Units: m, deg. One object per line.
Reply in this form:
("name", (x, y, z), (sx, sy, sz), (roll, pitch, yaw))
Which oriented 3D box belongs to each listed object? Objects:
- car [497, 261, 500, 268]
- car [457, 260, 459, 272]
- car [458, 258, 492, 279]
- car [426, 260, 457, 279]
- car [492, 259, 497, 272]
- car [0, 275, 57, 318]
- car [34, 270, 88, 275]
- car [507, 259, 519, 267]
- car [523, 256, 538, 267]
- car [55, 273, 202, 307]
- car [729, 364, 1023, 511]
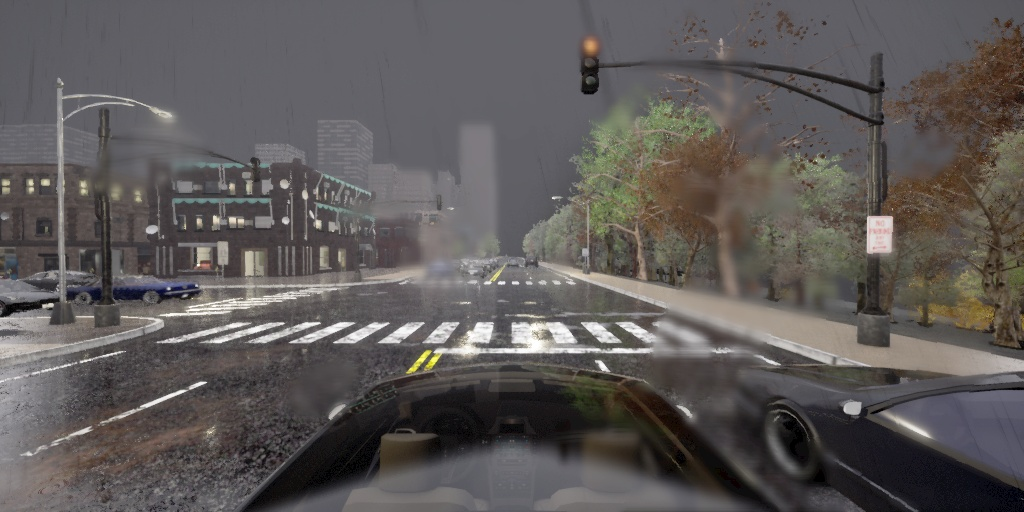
("car", (-3.270, 1.224, 51.817), (2.128, 1.511, 4.902), (0, 0, 0))
("car", (-6.537, 1.241, 42.282), (1.837, 1.490, 4.892), (0, 0, 0))
("car", (-3.300, 1.232, 33.009), (2.128, 1.511, 4.902), (0, 0, 0))
("car", (-6.552, 1.266, 33.022), (1.812, 1.442, 4.674), (0, 0, 0))
("car", (-3.285, 1.228, 42.414), (2.128, 1.511, 4.902), (0, 0, 0))
("car", (-19.930, 1.565, 13.725), (4.313, 1.339, 1.948), (0, 0, 0))
("car", (-28.252, 1.560, 22.249), (4.403, 1.370, 2.007), (0, 0, 0))
("car", (0.192, 1.290, 64.593), (1.994, 1.385, 4.181), (0, 0, 0))
("car", (3.436, 0.947, 63.658), (2.150, 2.045, 5.566), (0, 0, 0))
("car", (-17.277, 1.542, 16.471), (4.718, 1.301, 1.895), (-1, 1, -1))
("car", (3.350, 1.297, 1.544), (2.033, 1.411, 5.357), (0, 0, 0))
